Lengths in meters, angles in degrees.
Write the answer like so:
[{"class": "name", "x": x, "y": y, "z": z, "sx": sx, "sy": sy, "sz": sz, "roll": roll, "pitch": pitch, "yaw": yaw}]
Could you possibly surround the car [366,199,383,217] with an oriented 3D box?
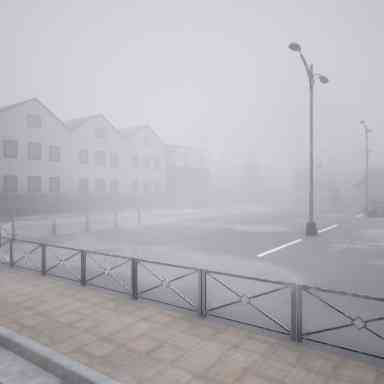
[{"class": "car", "x": 15.362, "y": 1.298, "z": 26.847, "sx": 2.007, "sy": 1.523, "sz": 4.514, "roll": 0, "pitch": 0, "yaw": 35}]
